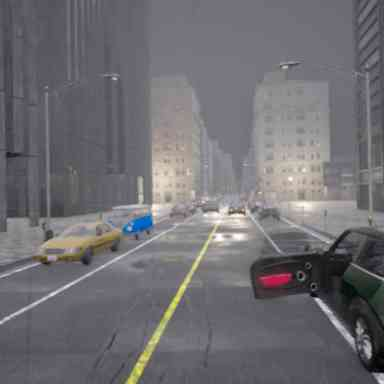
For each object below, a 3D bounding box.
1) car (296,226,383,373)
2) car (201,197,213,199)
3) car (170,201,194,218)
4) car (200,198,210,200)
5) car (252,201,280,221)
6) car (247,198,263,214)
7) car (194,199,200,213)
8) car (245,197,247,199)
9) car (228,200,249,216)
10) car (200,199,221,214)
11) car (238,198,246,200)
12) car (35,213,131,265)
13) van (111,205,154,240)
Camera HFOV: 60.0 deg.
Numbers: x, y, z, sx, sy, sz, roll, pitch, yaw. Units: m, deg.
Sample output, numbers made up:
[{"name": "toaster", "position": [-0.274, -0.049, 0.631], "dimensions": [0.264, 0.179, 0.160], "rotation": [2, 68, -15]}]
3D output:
[{"name": "car", "position": [3.370, 1.349, 5.696], "dimensions": [2.097, 1.767, 4.553], "rotation": [-1, -1, 7]}, {"name": "car", "position": [2.283, 1.903, 63.262], "dimensions": [2.192, 1.841, 5.009], "rotation": [-1, -1, 7]}, {"name": "car", "position": [-1.222, 1.983, 35.279], "dimensions": [1.802, 1.307, 4.206], "rotation": [-1, -1, 7]}, {"name": "car", "position": [1.586, 2.117, 57.664], "dimensions": [1.947, 1.339, 4.313], "rotation": [-1, -1, 7]}, {"name": "car", "position": [6.529, 1.723, 28.602], "dimensions": [2.008, 1.369, 4.403], "rotation": [-1, -1, 7]}, {"name": "car", "position": [7.931, 1.690, 39.793], "dimensions": [1.967, 1.590, 4.097], "rotation": [-1, -1, 7]}, {"name": "car", "position": [-0.523, 1.879, 40.878], "dimensions": [1.967, 1.590, 4.097], "rotation": [-1, -1, 7]}, {"name": "car", "position": [9.338, 1.869, 50.983], "dimensions": [1.887, 1.381, 4.507], "rotation": [-1, -1, 7]}, {"name": "car", "position": [4.850, 1.880, 35.985], "dimensions": [1.895, 1.301, 4.718], "rotation": [-1, -1, 7]}, {"name": "car", "position": [2.387, 1.946, 41.337], "dimensions": [1.994, 1.385, 4.181], "rotation": [-1, -1, 8]}, {"name": "car", "position": [6.039, 1.896, 46.113], "dimensions": [2.033, 1.411, 5.357], "rotation": [-1, -1, 7]}, {"name": "car", "position": [-4.056, 1.756, 12.726], "dimensions": [1.752, 1.417, 4.829], "rotation": [-1, -1, 7]}, {"name": "van", "position": [-3.335, 1.619, 18.495], "dimensions": [1.690, 1.788, 3.998], "rotation": [-1, -1, 7]}]
